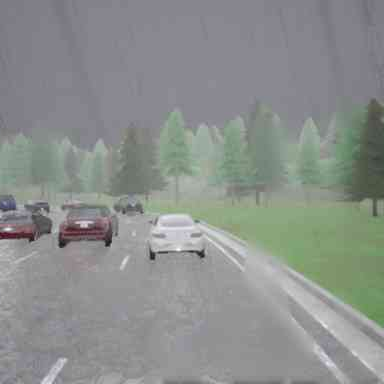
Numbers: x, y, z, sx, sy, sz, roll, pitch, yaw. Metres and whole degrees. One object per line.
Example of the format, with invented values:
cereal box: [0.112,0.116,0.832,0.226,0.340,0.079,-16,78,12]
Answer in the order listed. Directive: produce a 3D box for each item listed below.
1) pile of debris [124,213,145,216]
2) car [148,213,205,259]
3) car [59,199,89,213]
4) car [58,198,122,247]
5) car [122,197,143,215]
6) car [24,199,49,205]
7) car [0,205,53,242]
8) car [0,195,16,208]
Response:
pile of debris: [-5.555,2.131,31.885,1.500,0.140,1.860,-1,0,-26]
car: [-0.651,1.495,12.470,1.812,1.442,4.674,0,0,-6]
car: [-13.464,1.532,37.767,1.812,1.442,4.674,0,0,-37]
car: [-4.589,1.347,15.288,2.097,1.767,4.553,-1,0,-9]
car: [-6.623,1.310,33.974,2.097,1.767,4.553,-1,0,-27]
car: [-17.325,1.546,37.003,1.837,1.490,4.892,1,-1,-39]
car: [-8.295,1.587,16.436,1.994,1.385,4.181,0,0,-10]
car: [-20.768,1.295,35.960,2.150,2.045,5.566,0,0,-42]
